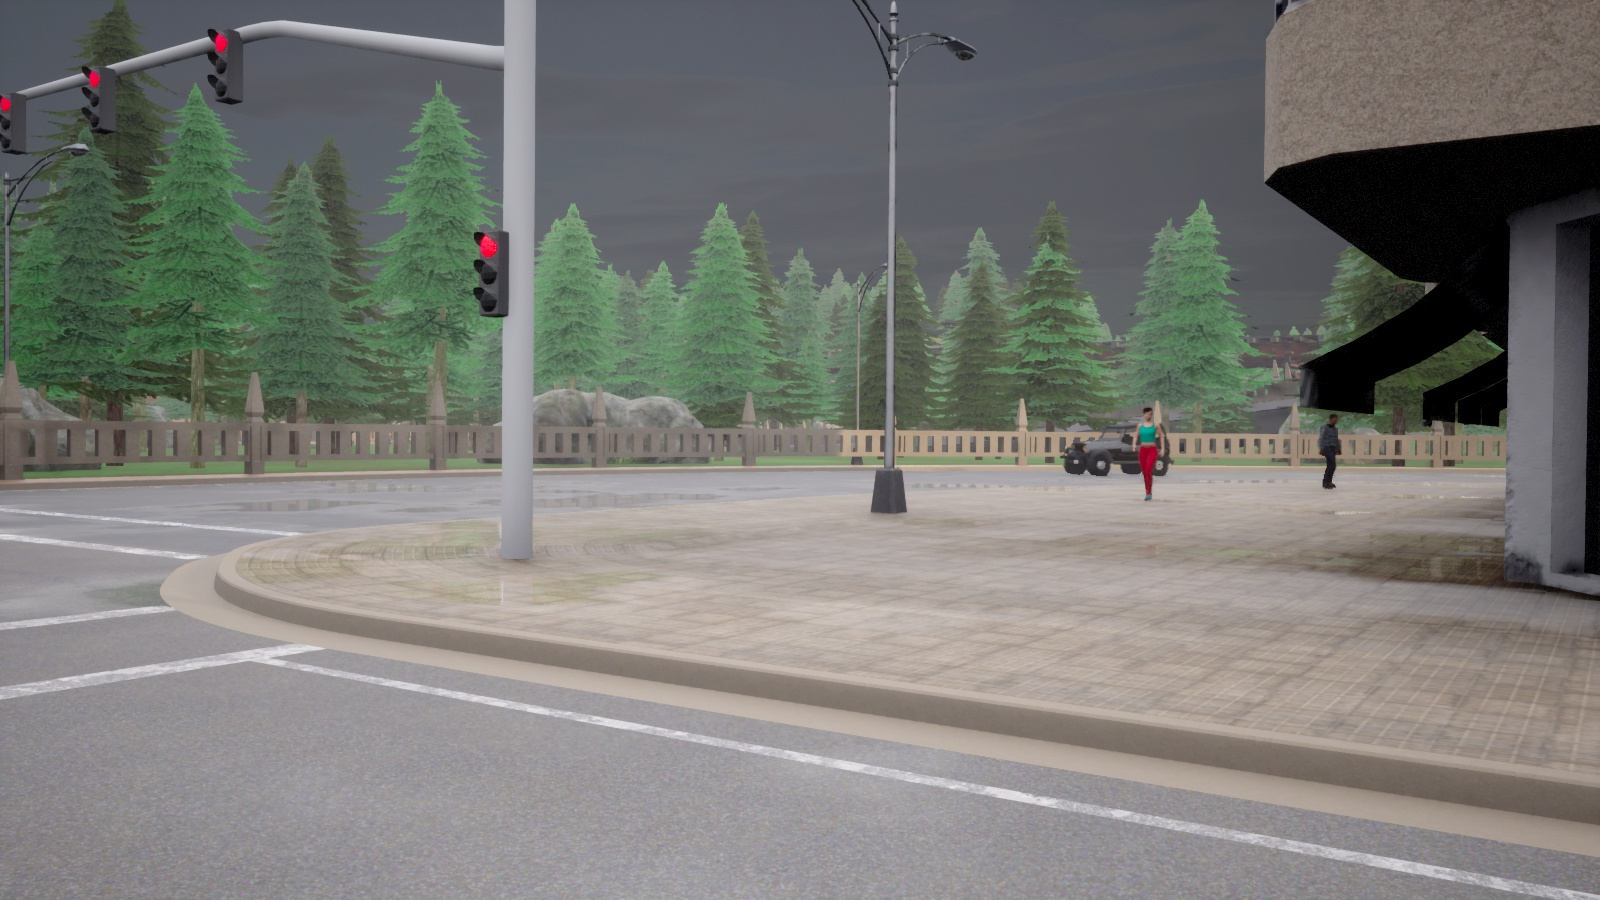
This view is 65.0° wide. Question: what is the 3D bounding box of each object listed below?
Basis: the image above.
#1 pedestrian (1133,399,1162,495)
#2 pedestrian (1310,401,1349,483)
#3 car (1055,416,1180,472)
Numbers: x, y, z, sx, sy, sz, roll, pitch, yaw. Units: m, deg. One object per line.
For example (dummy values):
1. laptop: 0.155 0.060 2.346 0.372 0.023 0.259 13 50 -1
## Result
1. pedestrian: 6.727 -0.056 24.280 0.345 1.836 0.594 0 1 36
2. pedestrian: 12.771 -0.200 30.304 0.423 1.949 0.788 -1 1 -27
3. car: 11.218 -0.236 44.405 3.866 1.878 1.905 -1 1 -18
